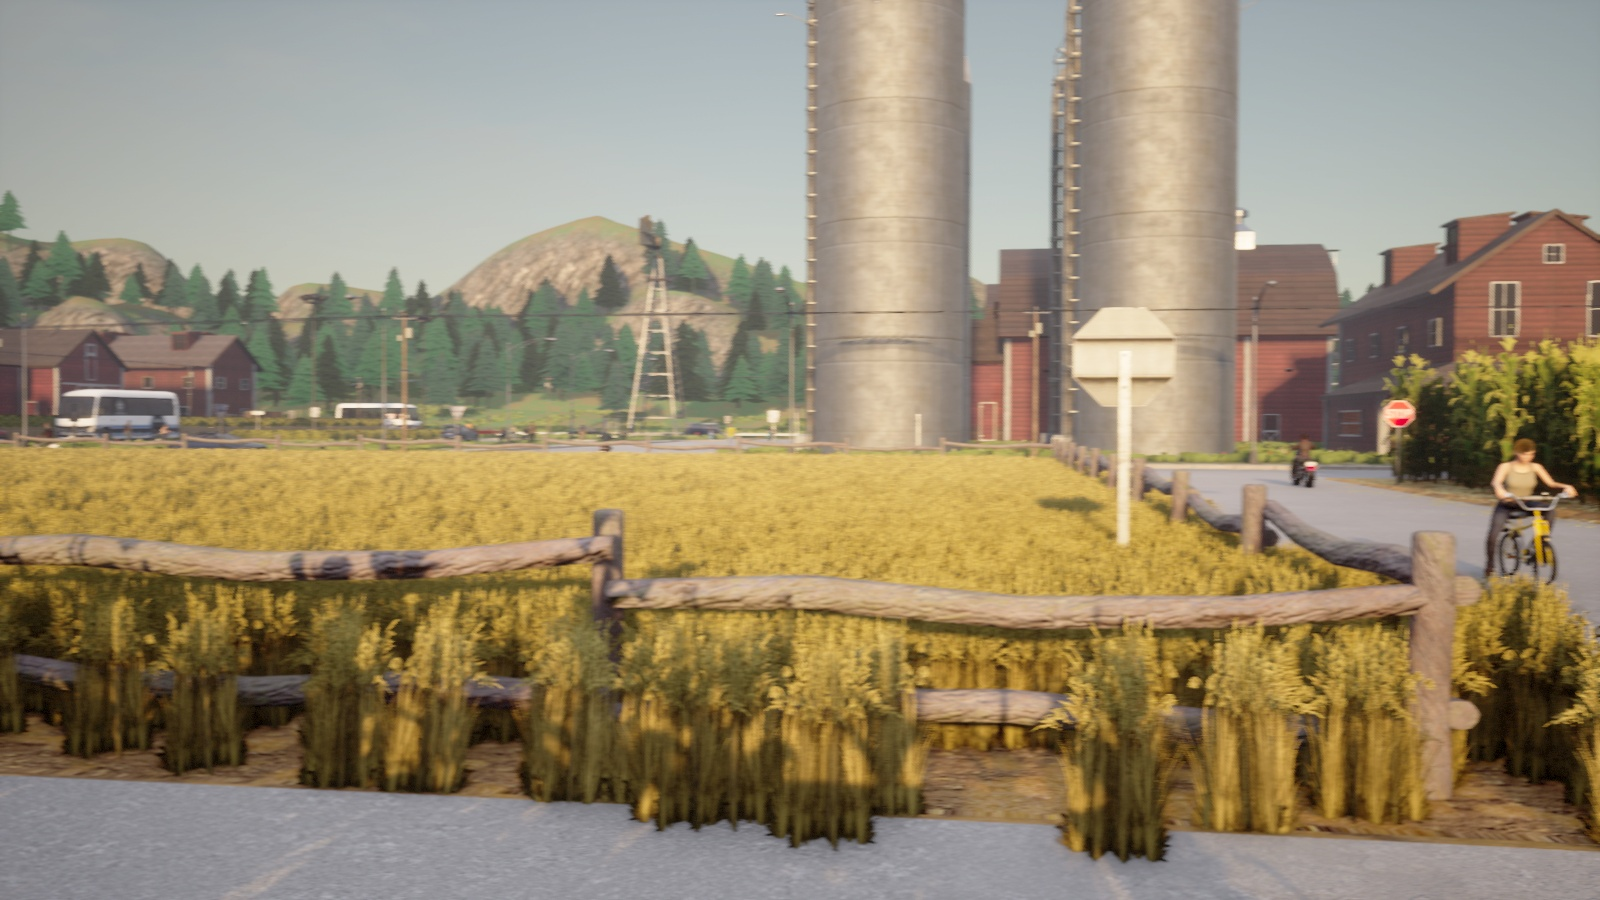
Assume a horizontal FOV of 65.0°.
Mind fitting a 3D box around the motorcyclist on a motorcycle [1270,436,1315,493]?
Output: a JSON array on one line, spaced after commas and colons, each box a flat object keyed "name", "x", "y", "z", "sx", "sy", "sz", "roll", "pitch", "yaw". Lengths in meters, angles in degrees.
[{"name": "motorcyclist on a motorcycle", "x": 14.885, "y": 0.413, "z": 37.997, "sx": 0.766, "sy": 1.649, "sz": 2.350, "roll": 1, "pitch": 1, "yaw": 9}]

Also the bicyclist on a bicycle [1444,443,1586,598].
[{"name": "bicyclist on a bicycle", "x": 7.919, "y": 0.738, "z": 13.986, "sx": 0.866, "sy": 1.612, "sz": 1.509, "roll": 1, "pitch": 1, "yaw": 9}]

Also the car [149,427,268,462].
[{"name": "car", "x": -25.242, "y": -0.260, "z": 53.637, "sx": 4.181, "sy": 1.385, "sz": 1.994, "roll": 1, "pitch": 1, "yaw": 9}]
